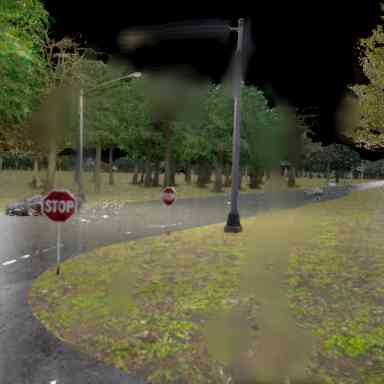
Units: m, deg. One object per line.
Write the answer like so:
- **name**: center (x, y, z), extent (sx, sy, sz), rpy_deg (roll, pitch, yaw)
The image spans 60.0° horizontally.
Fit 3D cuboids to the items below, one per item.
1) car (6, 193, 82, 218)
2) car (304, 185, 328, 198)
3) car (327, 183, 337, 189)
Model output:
- **car**: center (-9.720, 0.836, 22.233), extent (1.837, 1.490, 4.892), rpy_deg (4, 5, 35)
- **car**: center (18.105, 0.045, 49.332), extent (2.128, 1.511, 4.902), rpy_deg (4, 4, 34)
- **car**: center (36.524, -1.618, 87.158), extent (1.812, 1.442, 4.674), rpy_deg (4, 4, 35)
